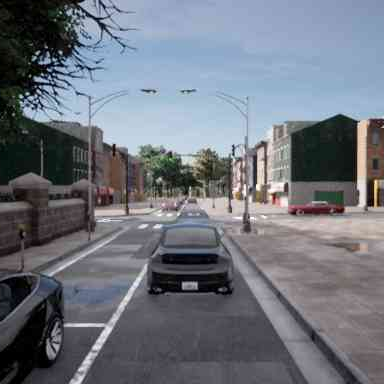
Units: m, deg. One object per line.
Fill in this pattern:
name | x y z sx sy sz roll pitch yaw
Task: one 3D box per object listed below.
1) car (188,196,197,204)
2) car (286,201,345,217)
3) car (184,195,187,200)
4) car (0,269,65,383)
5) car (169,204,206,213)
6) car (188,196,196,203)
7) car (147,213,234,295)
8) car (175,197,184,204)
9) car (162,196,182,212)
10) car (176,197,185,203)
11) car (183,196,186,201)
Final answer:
car | 0.047 1.763 69.081 2.128 1.511 4.902 0 0 0
car | 10.935 1.503 29.678 4.718 1.301 1.895 -1 0 0
car | -2.697 1.820 68.571 2.008 1.369 4.403 -1 0 0
car | -2.647 1.573 3.078 1.947 1.339 4.313 -1 0 0
car | 0.086 1.597 17.352 2.033 1.411 5.357 0 0 0
car | -0.061 1.816 81.974 1.882 1.535 5.008 0 0 0
car | -0.028 1.528 8.732 1.837 1.490 4.892 0 0 0
car | -2.701 1.842 74.006 1.887 1.381 4.507 -1 0 0
car | -2.678 1.582 41.399 1.967 1.590 4.097 -1 0 0
car | -2.705 1.890 79.441 1.947 1.339 4.313 -1 0 0
car | -2.693 1.787 63.136 1.887 1.381 4.507 -1 0 0
